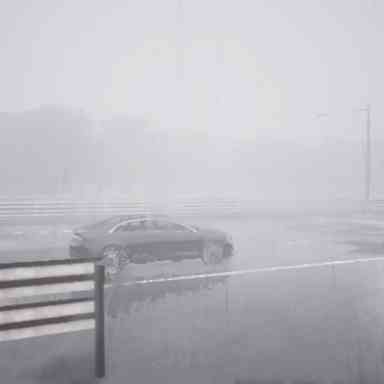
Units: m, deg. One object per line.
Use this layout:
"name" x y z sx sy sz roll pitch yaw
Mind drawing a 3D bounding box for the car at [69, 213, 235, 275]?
"car" -1.086 1.398 9.959 4.902 1.511 2.128 0 1 -22
